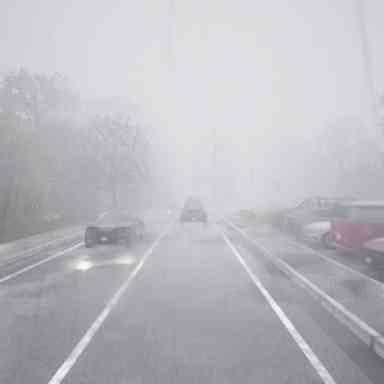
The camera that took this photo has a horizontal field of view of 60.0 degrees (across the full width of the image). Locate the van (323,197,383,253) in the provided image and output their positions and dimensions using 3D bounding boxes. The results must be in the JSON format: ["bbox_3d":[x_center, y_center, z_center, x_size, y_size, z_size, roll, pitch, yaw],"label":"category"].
[{"bbox_3d":[7.208,1.282,11.435,4.442,1.987,1.878,0,0,0],"label":"van"}]

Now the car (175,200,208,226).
[{"bbox_3d":[0.134,1.590,24.043,2.128,1.511,4.902,0,-1,0],"label":"car"}]

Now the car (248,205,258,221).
[{"bbox_3d":[7.125,1.576,25.311,5.008,1.535,2.097,0,0,0],"label":"car"}]

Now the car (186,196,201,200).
[{"bbox_3d":[0.154,1.595,40.984,2.150,2.045,5.566,0,-2,0],"label":"car"}]

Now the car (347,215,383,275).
[{"bbox_3d":[7.091,1.496,8.658,5.008,1.535,2.097,0,0,0],"label":"car"}]

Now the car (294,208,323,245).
[{"bbox_3d":[7.099,1.559,14.210,4.674,1.452,2.002,0,0,0],"label":"car"}]

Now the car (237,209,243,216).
[{"bbox_3d":[6.945,1.636,30.852,5.366,1.575,1.946,0,-1,0],"label":"car"}]

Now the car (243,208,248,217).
[{"bbox_3d":[7.130,1.604,28.083,4.892,1.521,2.231,0,-1,0],"label":"car"}]

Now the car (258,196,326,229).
[{"bbox_3d":[7.079,1.291,19.764,5.566,2.045,2.435,0,0,0],"label":"car"}]

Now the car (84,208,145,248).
[{"bbox_3d":[-3.328,1.515,15.086,1.882,1.535,5.008,0,0,0],"label":"car"}]

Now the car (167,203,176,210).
[{"bbox_3d":[-3.215,2.457,57.102,1.895,1.301,4.718,0,-2,1],"label":"car"}]

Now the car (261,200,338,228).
[{"bbox_3d":[7.145,1.431,22.535,4.553,1.767,2.185,0,0,0],"label":"car"}]

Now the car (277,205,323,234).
[{"bbox_3d":[7.132,1.561,16.986,4.792,1.488,2.163,0,0,0],"label":"car"}]
